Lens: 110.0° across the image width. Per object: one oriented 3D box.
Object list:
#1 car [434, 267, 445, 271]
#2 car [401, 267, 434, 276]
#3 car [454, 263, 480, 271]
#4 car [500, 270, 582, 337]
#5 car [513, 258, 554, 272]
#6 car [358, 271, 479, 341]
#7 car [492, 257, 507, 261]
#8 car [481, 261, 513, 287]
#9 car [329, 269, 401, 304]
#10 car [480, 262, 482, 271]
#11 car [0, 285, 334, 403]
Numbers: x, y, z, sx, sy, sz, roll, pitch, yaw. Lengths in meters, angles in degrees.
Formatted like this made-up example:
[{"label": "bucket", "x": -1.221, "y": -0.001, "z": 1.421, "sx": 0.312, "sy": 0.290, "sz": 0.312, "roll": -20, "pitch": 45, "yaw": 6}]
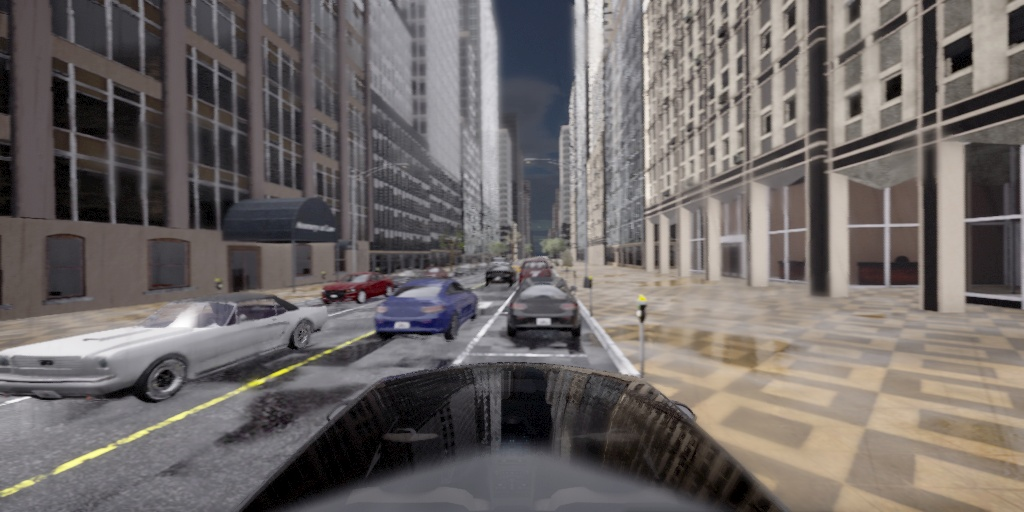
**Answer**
[{"label": "car", "x": -6.301, "y": 1.530, "z": 28.705, "sx": 1.802, "sy": 1.307, "sz": 4.207, "roll": 0, "pitch": 0, "yaw": 5}, {"label": "car", "x": -6.811, "y": 1.479, "z": 23.044, "sx": 2.007, "sy": 1.370, "sz": 4.403, "roll": 0, "pitch": 0, "yaw": 5}, {"label": "car", "x": -5.284, "y": 1.536, "z": 40.027, "sx": 2.007, "sy": 1.370, "sz": 4.403, "roll": 0, "pitch": 0, "yaw": 5}, {"label": "car", "x": 0.909, "y": 1.303, "z": 10.284, "sx": 1.812, "sy": 1.442, "sz": 4.674, "roll": -1, "pitch": 0, "yaw": 5}, {"label": "car", "x": 1.536, "y": 1.138, "z": 22.294, "sx": 2.192, "sy": 1.841, "sz": 5.009, "roll": 0, "pitch": 0, "yaw": 5}, {"label": "car", "x": -2.171, "y": 1.339, "z": 10.045, "sx": 1.812, "sy": 1.442, "sz": 4.674, "roll": -1, "pitch": 0, "yaw": 5}, {"label": "car", "x": -1.766, "y": 1.200, "z": 49.246, "sx": 2.150, "sy": 2.045, "sz": 5.566, "roll": -1, "pitch": 0, "yaw": 5}, {"label": "car", "x": -0.729, "y": 1.345, "z": 26.104, "sx": 1.882, "sy": 1.535, "sz": 5.008, "roll": -1, "pitch": 0, "yaw": 5}, {"label": "car", "x": -7.319, "y": 1.455, "z": 17.383, "sx": 1.888, "sy": 1.381, "sz": 4.507, "roll": 0, "pitch": 0, "yaw": 5}, {"label": "car", "x": -4.267, "y": 1.574, "z": 51.348, "sx": 2.007, "sy": 1.370, "sz": 4.403, "roll": 0, "pitch": 0, "yaw": 5}, {"label": "car", "x": -5.685, "y": 1.443, "z": 6.725, "sx": 1.895, "sy": 1.301, "sz": 4.718, "roll": -1, "pitch": 0, "yaw": 5}]
